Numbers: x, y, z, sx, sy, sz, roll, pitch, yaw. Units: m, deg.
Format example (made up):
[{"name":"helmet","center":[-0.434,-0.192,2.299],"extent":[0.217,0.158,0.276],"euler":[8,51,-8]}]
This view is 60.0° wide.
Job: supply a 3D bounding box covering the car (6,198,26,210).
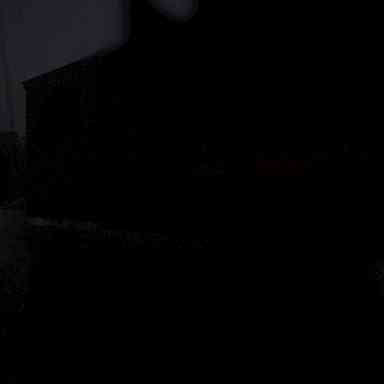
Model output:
[{"name":"car","center":[-19.472,1.382,39.648],"extent":[1.752,1.417,4.829],"euler":[-1,0,35]}]
